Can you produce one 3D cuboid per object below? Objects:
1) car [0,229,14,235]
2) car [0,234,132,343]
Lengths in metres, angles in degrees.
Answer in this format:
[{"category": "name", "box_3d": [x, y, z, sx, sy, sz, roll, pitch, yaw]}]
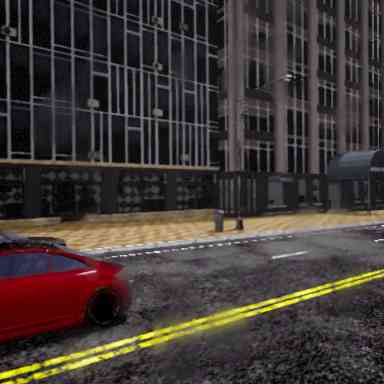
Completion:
[{"category": "car", "box_3d": [-5.621, 1.547, 7.654, 5.357, 1.411, 2.033, 0, 0, -36]}, {"category": "car", "box_3d": [-3.120, 1.566, 5.449, 4.181, 1.385, 1.994, 0, 0, -35]}]
